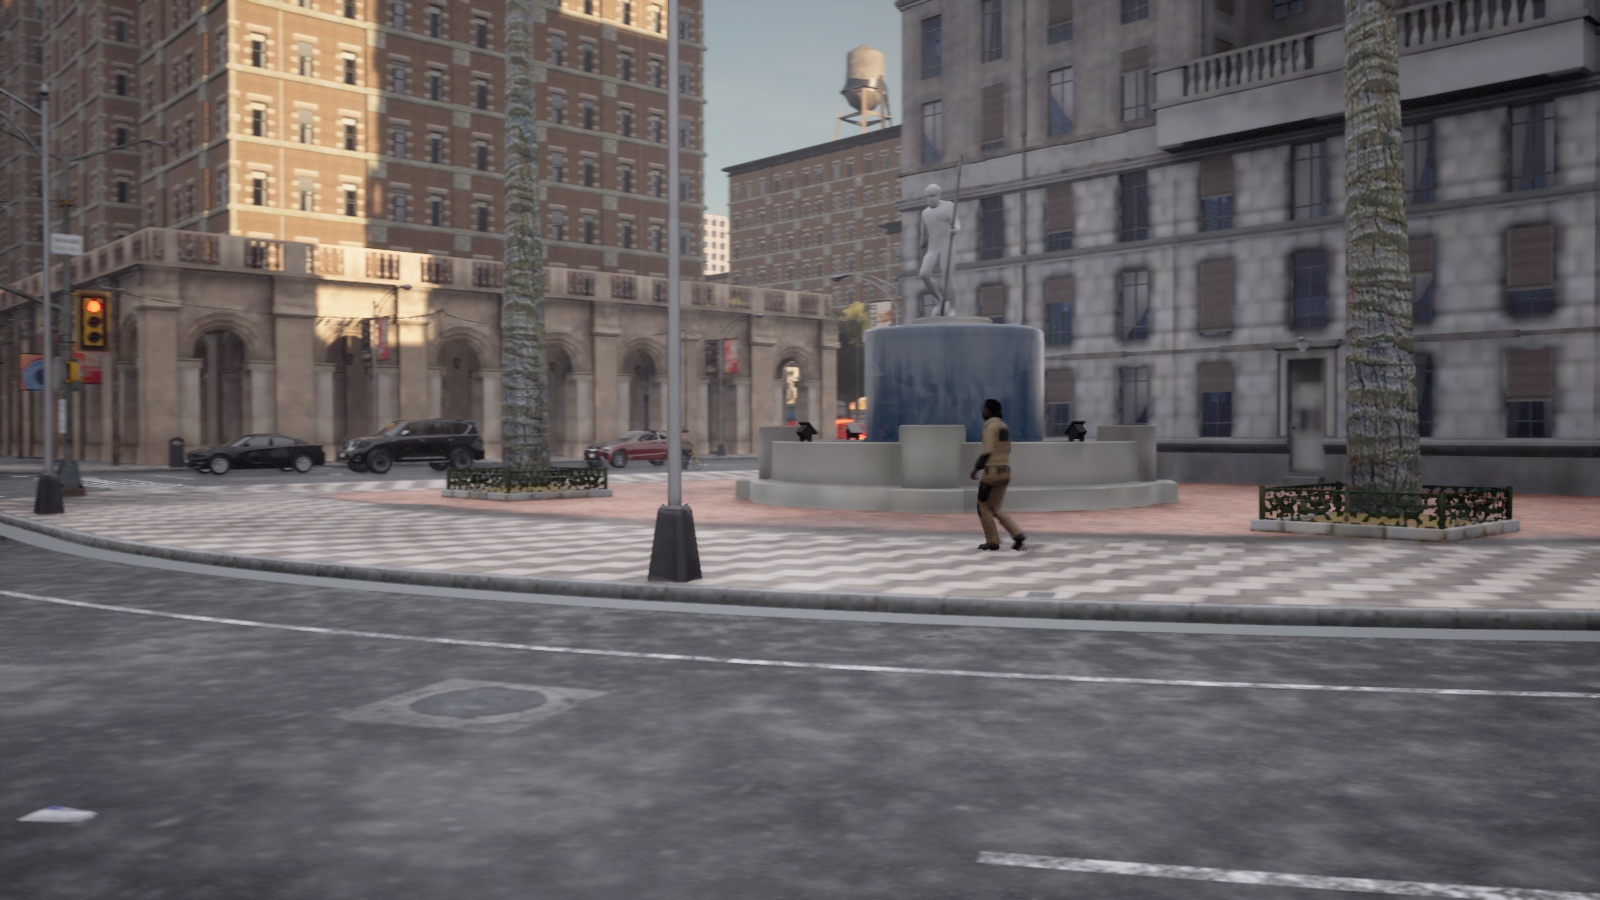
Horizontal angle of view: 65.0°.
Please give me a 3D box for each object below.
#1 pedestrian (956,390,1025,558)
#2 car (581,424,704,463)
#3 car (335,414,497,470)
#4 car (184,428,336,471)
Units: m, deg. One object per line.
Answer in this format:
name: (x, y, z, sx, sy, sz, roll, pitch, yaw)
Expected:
pedestrian: (2.252, 0.269, 14.845, 0.692, 1.930, 0.396, 1, 1, 40)
car: (-6.933, -0.282, 55.528, 5.027, 1.651, 2.152, 0, 1, -41)
car: (-14.780, -0.304, 48.541, 5.566, 2.045, 2.150, 0, 1, -42)
car: (-20.586, -0.046, 47.984, 5.008, 1.535, 1.882, 0, 1, -42)
